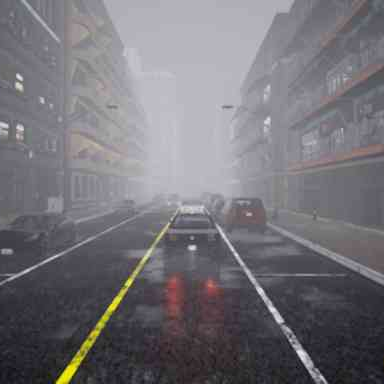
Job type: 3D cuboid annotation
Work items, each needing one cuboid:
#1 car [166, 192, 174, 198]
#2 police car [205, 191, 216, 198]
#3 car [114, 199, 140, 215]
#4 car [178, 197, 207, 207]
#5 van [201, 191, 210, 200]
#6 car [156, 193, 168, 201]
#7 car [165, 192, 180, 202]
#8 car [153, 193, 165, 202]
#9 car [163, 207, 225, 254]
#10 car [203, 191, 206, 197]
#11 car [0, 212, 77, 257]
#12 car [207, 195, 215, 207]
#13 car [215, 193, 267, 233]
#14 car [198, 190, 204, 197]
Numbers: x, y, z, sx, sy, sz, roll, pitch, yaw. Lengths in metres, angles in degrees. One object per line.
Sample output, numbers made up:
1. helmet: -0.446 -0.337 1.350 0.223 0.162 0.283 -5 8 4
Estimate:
1. car: -5.690 0.684 86.276 1.887 1.381 4.507 0 1 0
2. police car: 3.132 0.990 42.802 1.930 1.638 5.238 0 1 0
3. car: -5.689 1.281 29.455 1.802 1.307 4.206 0 1 0
4. car: 0.034 1.316 27.829 1.895 1.301 4.718 0 1 1
5. van: 2.692 0.645 69.231 1.690 1.788 3.998 0 1 0
6. car: -5.689 0.942 63.548 1.802 1.307 4.206 0 1 0
7. car: -3.063 0.894 57.806 1.882 1.535 5.008 0 1 0
8. car: -5.688 0.960 57.865 1.887 1.381 4.507 0 1 0
9. car: 0.035 1.468 12.825 1.895 1.301 4.718 0 1 1
10. car: 3.138 0.974 49.693 1.882 1.535 5.008 0 1 0
11. car: -5.688 1.437 12.408 1.947 1.339 4.313 0 1 0
12. car: 2.692 1.249 29.458 2.008 1.369 4.403 0 1 0
13. car: 2.693 1.128 18.091 2.192 1.841 5.009 0 1 0
14. car: 2.692 0.674 63.548 2.192 1.841 5.009 0 1 0
